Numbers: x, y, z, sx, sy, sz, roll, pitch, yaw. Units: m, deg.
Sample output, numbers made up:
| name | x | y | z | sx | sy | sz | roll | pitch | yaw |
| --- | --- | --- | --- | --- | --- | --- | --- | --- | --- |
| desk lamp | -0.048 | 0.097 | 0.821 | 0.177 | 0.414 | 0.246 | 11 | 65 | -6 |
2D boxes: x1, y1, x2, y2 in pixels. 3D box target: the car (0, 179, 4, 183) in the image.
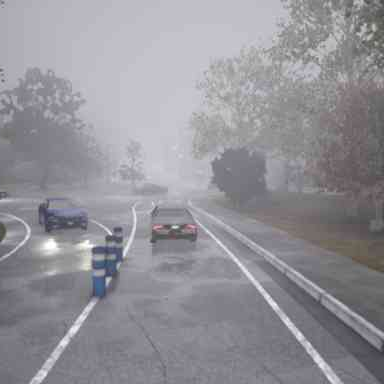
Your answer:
| name | x | y | z | sx | sy | sz | roll | pitch | yaw |
| --- | --- | --- | --- | --- | --- | --- | --- | --- | --- |
| car | -36.611 | -2.010 | 60.528 | 1.994 | 1.385 | 4.181 | 2 | 4 | 26 |

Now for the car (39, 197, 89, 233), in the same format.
| name | x | y | z | sx | sy | sz | roll | pitch | yaw |
| --- | --- | --- | --- | --- | --- | --- | --- | --- | --- |
| car | -6.677 | 1.038 | 17.073 | 1.882 | 1.535 | 5.008 | -2 | 3 | -30 |

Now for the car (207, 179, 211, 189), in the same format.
| name | x | y | z | sx | sy | sz | roll | pitch | yaw |
| --- | --- | --- | --- | --- | --- | --- | --- | --- | --- |
| car | 3.320 | -1.300 | 50.741 | 2.128 | 1.511 | 4.902 | 0 | 4 | 0 |

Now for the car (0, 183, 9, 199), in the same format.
| name | x | y | z | sx | sy | sz | roll | pitch | yaw |
| --- | --- | --- | --- | --- | --- | --- | --- | --- | --- |
| car | -20.303 | 0.061 | 32.746 | 4.181 | 1.385 | 1.994 | 1 | 4 | 10 |

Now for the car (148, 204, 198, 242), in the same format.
| name | x | y | z | sx | sy | sz | roll | pitch | yaw |
| --- | --- | --- | --- | --- | --- | --- | --- | --- | --- |
| car | -0.920 | 1.210 | 14.478 | 2.033 | 1.411 | 5.357 | 0 | 3 | -7 |

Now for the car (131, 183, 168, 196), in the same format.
| name | x | y | z | sx | sy | sz | roll | pitch | yaw |
| --- | --- | --- | --- | --- | --- | --- | --- | --- | --- |
| car | -4.841 | -0.350 | 38.108 | 1.812 | 1.442 | 4.674 | 4 | 6 | 43 |
